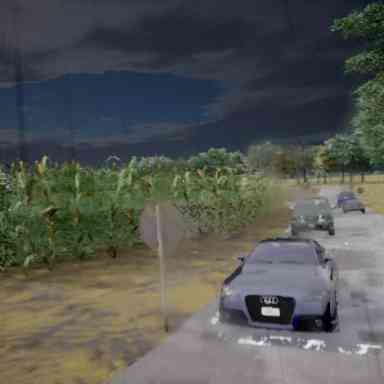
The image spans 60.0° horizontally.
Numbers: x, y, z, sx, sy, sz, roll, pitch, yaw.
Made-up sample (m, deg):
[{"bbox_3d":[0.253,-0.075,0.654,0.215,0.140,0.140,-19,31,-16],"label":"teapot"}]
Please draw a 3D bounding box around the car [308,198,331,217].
[{"bbox_3d":[12.512,1.457,32.439,1.882,1.535,5.008,-4,-1,22],"label":"car"}]

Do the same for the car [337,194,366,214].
[{"bbox_3d":[15.539,1.308,32.105,2.033,1.411,5.357,-4,-1,22],"label":"car"}]

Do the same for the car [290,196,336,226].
[{"bbox_3d":[7.093,1.326,19.387,2.150,2.045,5.566,-4,-1,23],"label":"car"}]

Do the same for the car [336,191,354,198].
[{"bbox_3d":[20.095,0.866,43.270,2.150,2.045,5.566,-4,-1,22],"label":"car"}]

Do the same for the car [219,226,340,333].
[{"bbox_3d":[2.032,1.709,7.115,1.994,1.385,4.181,-5,-2,24],"label":"car"}]
